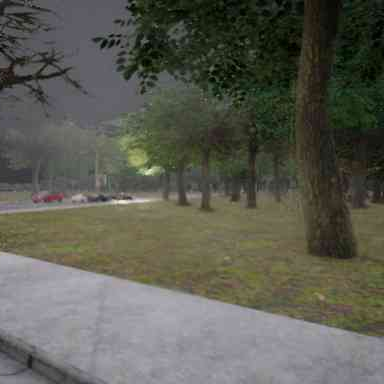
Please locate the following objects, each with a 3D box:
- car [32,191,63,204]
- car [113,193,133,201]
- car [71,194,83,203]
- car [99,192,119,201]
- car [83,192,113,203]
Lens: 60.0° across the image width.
[{"bbox_3d":[-22.872,0.792,52.880,2.150,2.045,5.566,0,0,13],"label":"car"},{"bbox_3d":[-13.290,1.027,65.630,2.128,1.511,4.902,0,0,13],"label":"car"},{"bbox_3d":[-18.669,1.091,56.547,1.812,1.442,4.674,0,0,13],"label":"car"},{"bbox_3d":[-16.467,0.875,66.313,2.097,1.767,4.553,0,0,13],"label":"car"},{"bbox_3d":[-15.584,1.058,55.454,1.882,1.535,5.008,0,0,13],"label":"car"}]
